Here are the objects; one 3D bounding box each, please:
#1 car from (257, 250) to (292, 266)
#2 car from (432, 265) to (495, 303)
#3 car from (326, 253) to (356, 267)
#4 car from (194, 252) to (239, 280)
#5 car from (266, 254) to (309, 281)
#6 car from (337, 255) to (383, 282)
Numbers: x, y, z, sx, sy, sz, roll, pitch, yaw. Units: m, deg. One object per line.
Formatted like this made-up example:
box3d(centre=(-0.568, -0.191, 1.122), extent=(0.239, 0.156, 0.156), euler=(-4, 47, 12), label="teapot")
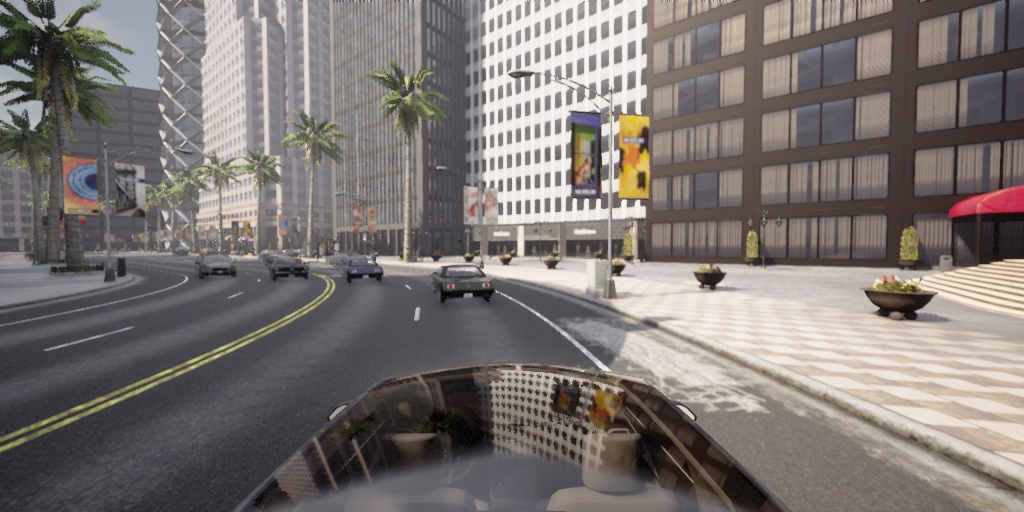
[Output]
box3d(centre=(-23.636, 0.294, 36.556), extent=(4.902, 1.511, 2.128), euler=(1, 2, 37), label="car")
box3d(centre=(-2.137, 0.992, 14.319), extent=(1.895, 1.301, 4.718), euler=(-1, 2, -17), label="car")
box3d(centre=(-16.379, 0.364, 35.431), extent=(5.357, 1.411, 2.033), euler=(1, 2, 39), label="car")
box3d(centre=(-19.547, 0.669, 23.706), extent=(1.837, 1.490, 4.892), euler=(-1, 2, -44), label="car")
box3d(centre=(-14.050, 0.784, 22.538), extent=(1.895, 1.301, 4.718), euler=(-1, 2, -36), label="car")
box3d(centre=(-9.192, 0.795, 21.734), extent=(1.895, 1.301, 4.718), euler=(-1, 2, -30), label="car")
